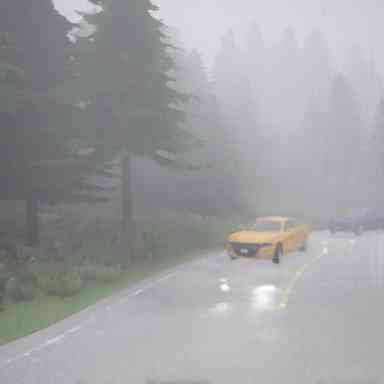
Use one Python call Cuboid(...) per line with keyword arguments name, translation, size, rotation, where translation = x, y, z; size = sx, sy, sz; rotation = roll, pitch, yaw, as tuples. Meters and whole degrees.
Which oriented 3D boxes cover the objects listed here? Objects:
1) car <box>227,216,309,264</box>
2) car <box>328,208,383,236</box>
Cuboid(name="car", translation=(3.205, 1.755, 13.374), size=(1.882, 1.535, 5.008), rotation=(-2, -2, 35))
Cuboid(name="car", translation=(10.578, 1.775, 20.784), size=(5.008, 1.535, 1.882), rotation=(0, -2, -32))
